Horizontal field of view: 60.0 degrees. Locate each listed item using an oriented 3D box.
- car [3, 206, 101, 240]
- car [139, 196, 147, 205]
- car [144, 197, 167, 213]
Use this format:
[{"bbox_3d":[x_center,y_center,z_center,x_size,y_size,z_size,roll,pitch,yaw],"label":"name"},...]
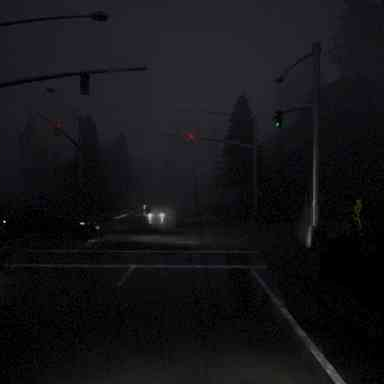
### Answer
[{"bbox_3d":[-7.019,1.489,16.845,4.902,1.511,2.128,0,0,12],"label":"car"},{"bbox_3d":[-8.068,1.518,58.695,1.812,1.442,4.674,0,0,-21],"label":"car"},{"bbox_3d":[-3.776,1.543,37.062,2.033,1.411,5.357,0,0,-1],"label":"car"}]
